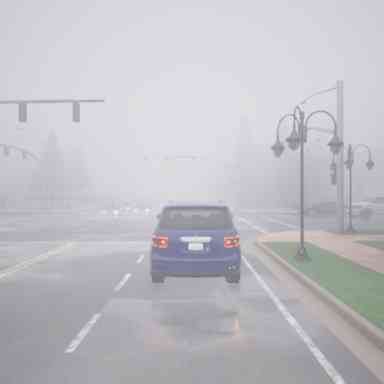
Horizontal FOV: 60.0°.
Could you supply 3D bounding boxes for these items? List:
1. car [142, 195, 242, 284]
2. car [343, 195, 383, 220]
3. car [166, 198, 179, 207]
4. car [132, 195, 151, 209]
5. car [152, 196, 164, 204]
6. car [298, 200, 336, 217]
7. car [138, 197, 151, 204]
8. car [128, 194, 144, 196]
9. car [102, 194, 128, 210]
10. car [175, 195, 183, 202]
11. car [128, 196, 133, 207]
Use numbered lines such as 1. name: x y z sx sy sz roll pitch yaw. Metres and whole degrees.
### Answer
1. car: 0.094 1.248 9.764 2.150 2.045 5.566 0 0 0
2. car: 16.222 1.294 28.703 5.566 2.045 2.150 0 0 -1
3. car: -3.329 1.746 57.167 1.895 1.301 4.718 0 0 0
4. car: -7.026 1.602 48.898 1.882 1.535 5.008 0 0 0
5. car: -6.933 1.678 67.963 1.837 1.490 4.892 0 0 0
6. car: 12.779 1.587 32.184 4.892 1.490 1.837 0 0 -1
7. car: -10.415 1.725 72.692 2.033 1.411 5.357 0 0 0
8. car: -10.483 1.636 62.231 1.882 1.535 5.008 0 0 0
9. car: -10.539 1.466 44.828 2.097 1.767 4.553 0 0 0
10. car: -3.397 1.702 88.030 1.882 1.535 5.008 0 0 0
11. car: -10.519 1.700 53.458 1.994 1.385 4.181 0 0 1
